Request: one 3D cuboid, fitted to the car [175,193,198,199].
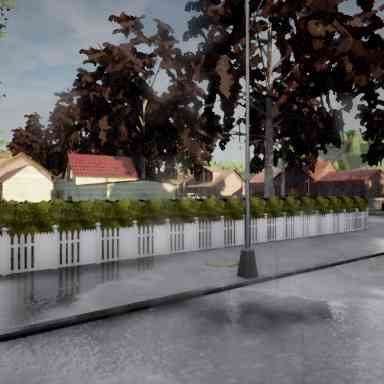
[{"bbox_3d":[-1.078,1.221,54.255,2.150,2.045,5.566,0,0,-36],"label":"car"}]
